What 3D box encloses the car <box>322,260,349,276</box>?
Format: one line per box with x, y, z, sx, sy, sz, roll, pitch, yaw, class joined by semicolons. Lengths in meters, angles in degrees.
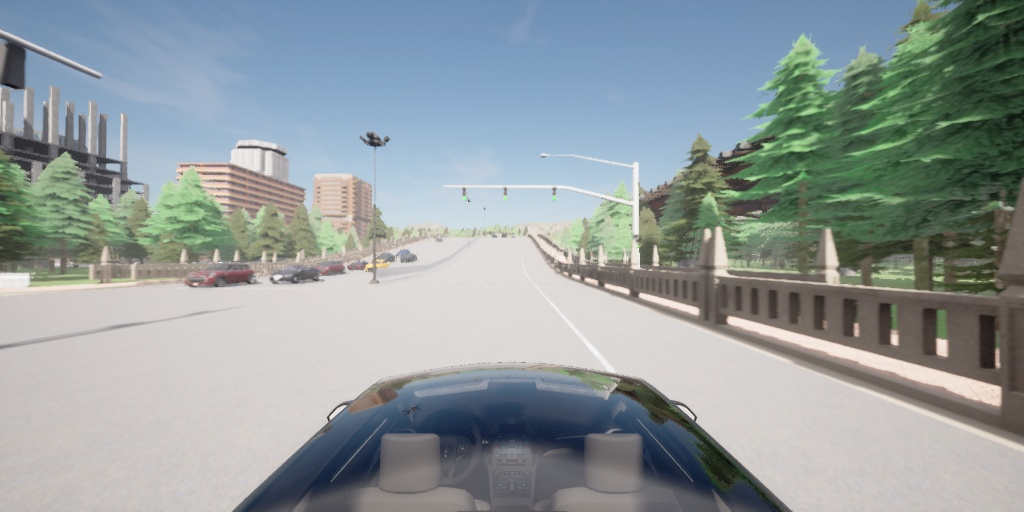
-21.078;1.344;41.136;2.097;1.767;4.553;0;1;0;car

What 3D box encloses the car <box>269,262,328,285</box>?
-17.604;1.475;29.307;2.128;1.511;4.902;0;0;0;car

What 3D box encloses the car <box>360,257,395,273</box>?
-17.551;1.284;47.047;1.882;1.535;5.008;0;2;1;car

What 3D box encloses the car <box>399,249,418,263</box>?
-17.452;0.294;60.686;1.882;1.535;5.008;0;6;1;car

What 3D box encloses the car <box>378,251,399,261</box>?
-20.959;0.299;59.384;2.097;1.767;4.553;0;5;1;car

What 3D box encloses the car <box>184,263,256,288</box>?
-21.007;1.311;26.045;2.097;1.767;4.553;0;-1;0;car

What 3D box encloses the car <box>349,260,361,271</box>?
-20.984;1.256;49.469;1.994;1.385;4.181;0;3;0;car
